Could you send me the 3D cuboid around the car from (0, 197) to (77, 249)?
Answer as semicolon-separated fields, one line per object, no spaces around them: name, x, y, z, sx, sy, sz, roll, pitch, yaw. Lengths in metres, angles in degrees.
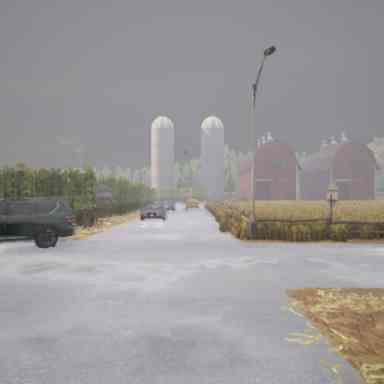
car;-7.666;1.264;13.609;5.566;2.045;2.150;0;2;-27

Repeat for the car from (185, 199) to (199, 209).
car;0.037;1.752;49.922;1.882;1.535;5.008;0;0;0

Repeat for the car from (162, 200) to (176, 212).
car;-3.154;1.734;43.065;2.128;1.511;4.902;0;-1;0

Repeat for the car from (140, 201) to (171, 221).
car;-3.173;1.687;28.235;1.994;1.385;4.181;0;-1;0
